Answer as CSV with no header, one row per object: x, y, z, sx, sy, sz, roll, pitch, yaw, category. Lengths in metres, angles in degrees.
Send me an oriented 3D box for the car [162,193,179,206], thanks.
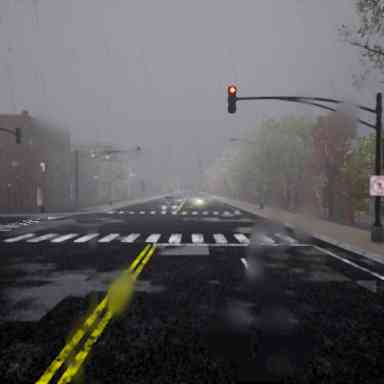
-3.199,1.251,47.539,1.812,1.442,4.674,0,1,0,car

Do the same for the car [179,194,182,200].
-3.234,1.036,74.915,2.033,1.411,5.357,0,0,0,car
